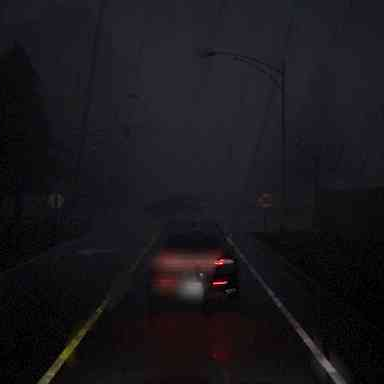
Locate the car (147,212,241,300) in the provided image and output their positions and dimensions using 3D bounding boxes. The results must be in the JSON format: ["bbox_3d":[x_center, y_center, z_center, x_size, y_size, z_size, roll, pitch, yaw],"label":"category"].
[{"bbox_3d":[0.055,1.492,8.361,2.128,1.511,4.902,0,0,0],"label":"car"}]

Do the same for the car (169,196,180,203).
[{"bbox_3d":[-3.505,1.506,67.899,1.837,1.490,4.892,0,0,0],"label":"car"}]

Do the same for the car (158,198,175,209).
[{"bbox_3d":[-3.584,1.547,47.364,2.033,1.411,5.357,0,0,0],"label":"car"}]

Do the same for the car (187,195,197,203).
[{"bbox_3d":[0.011,1.491,69.592,2.128,1.511,4.902,0,0,0],"label":"car"}]

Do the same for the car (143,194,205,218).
[{"bbox_3d":[-1.608,1.216,29.813,5.566,2.045,2.150,0,0,-2],"label":"car"}]

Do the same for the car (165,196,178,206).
[{"bbox_3d":[-3.567,1.478,57.604,1.882,1.535,5.008,0,0,0],"label":"car"}]
